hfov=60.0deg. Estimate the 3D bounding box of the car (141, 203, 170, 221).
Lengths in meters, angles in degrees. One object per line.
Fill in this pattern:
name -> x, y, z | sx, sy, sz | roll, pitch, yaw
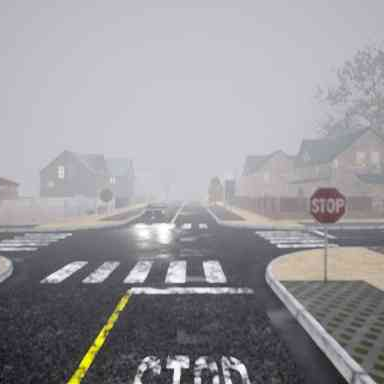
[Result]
car -> -2.781, 1.523, 26.041 | 1.895, 1.301, 4.718 | 0, 0, 0
